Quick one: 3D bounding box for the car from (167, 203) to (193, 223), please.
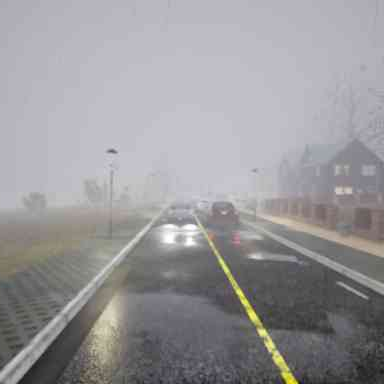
[{"bbox_3d":[-0.908,1.564,25.649,1.895,1.301,4.718,1,0,-2],"label":"car"}]

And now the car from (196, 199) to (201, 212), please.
[{"bbox_3d":[1.495,1.516,37.958,1.812,1.442,4.674,1,0,-1],"label":"car"}]

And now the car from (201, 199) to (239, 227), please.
[{"bbox_3d":[1.972,1.358,23.256,2.097,1.767,4.553,1,0,-1],"label":"car"}]
